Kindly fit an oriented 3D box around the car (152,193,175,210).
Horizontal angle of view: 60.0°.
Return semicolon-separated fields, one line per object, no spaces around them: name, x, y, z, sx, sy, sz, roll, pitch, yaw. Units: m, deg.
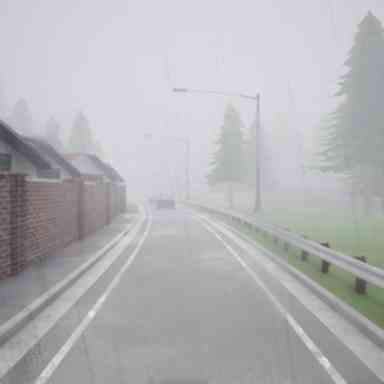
car;-3.051;1.187;37.301;1.882;1.535;5.008;0;0;-11

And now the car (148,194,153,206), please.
car;-4.998;0.983;47.405;2.097;1.767;4.553;0;0;-13
